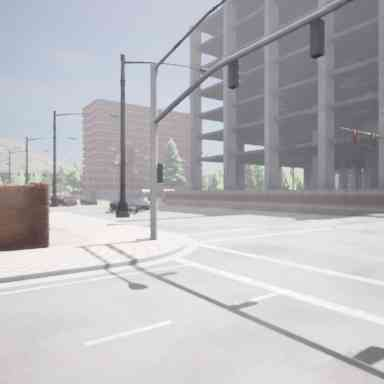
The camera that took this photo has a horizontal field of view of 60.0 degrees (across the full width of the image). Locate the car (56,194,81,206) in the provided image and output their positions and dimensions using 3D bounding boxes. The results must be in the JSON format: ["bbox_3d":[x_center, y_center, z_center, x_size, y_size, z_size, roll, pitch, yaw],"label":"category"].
[{"bbox_3d":[-19.934,1.351,53.333,2.097,1.767,4.553,0,0,-35],"label":"car"}]

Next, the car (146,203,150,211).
[{"bbox_3d":[-6.831,1.548,40.527,2.033,1.411,5.357,0,0,-35],"label":"car"}]

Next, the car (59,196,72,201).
[{"bbox_3d":[-30.830,1.596,81.167,1.895,1.301,4.718,0,0,-35],"label":"car"}]

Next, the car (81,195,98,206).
[{"bbox_3d":[-17.319,1.565,55.712,1.837,1.490,4.892,0,0,-35],"label":"car"}]

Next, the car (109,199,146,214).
[{"bbox_3d":[-7.170,1.492,34.899,2.128,1.511,4.902,0,0,-35],"label":"car"}]

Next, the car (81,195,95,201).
[{"bbox_3d":[-24.465,1.365,78.166,1.812,1.442,4.674,0,0,-35],"label":"car"}]
